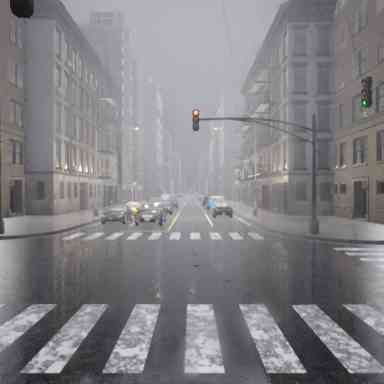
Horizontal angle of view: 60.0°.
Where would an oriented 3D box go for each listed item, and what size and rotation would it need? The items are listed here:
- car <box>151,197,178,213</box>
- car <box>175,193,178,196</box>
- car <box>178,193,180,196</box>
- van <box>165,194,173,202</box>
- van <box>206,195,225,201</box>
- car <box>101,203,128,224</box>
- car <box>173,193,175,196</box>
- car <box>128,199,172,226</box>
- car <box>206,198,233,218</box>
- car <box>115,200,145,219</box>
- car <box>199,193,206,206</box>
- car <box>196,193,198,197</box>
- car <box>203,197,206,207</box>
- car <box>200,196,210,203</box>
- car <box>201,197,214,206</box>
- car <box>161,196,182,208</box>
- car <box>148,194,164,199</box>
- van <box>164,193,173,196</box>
[{"bbox_3d":[-2.847,1.544,34.170,2.033,1.411,5.357,0,0,0],"label":"car"},{"bbox_3d":[-5.459,1.545,89.203,2.008,1.369,4.403,0,0,0],"label":"car"},{"bbox_3d":[-5.465,1.309,94.609,2.192,1.841,5.009,0,0,0],"label":"car"},{"bbox_3d":[-5.448,1.336,78.390,1.690,1.788,3.998,0,0,0],"label":"van"},{"bbox_3d":[2.637,1.338,35.142,1.690,1.788,3.998,0,0,0],"label":"van"},{"bbox_3d":[-5.392,1.549,24.328,2.008,1.369,4.403,0,0,0],"label":"car"},{"bbox_3d":[-5.443,1.310,72.983,2.192,1.841,5.009,0,0,0],"label":"car"},{"bbox_3d":[-2.851,1.489,23.696,2.128,1.511,4.902,0,0,0],"label":"car"},{"bbox_3d":[2.636,1.548,29.736,2.008,1.369,4.403,0,0,0],"label":"car"},{"bbox_3d":[-5.398,1.523,29.564,1.752,1.417,4.829,0,0,0],"label":"car"},{"bbox_3d":[2.640,1.311,51.361,2.192,1.841,5.009,0,0,0],"label":"car"},{"bbox_3d":[2.645,1.539,83.799,1.887,1.381,4.507,0,0,0],"label":"car"},{"bbox_3d":[2.638,1.578,40.549,1.802,1.307,4.206,0,0,0],"label":"car"},{"bbox_3d":[2.642,1.521,67.749,1.752,1.417,4.829,0,0,0],"label":"car"},{"bbox_3d":[2.640,1.561,56.767,1.947,1.339,4.313,0,0,0],"label":"car"},{"bbox_3d":[-2.844,1.560,45.407,1.994,1.385,4.181,0,0,0],"label":"car"},{"bbox_3d":[-5.415,1.436,45.953,1.967,1.590,4.097,0,0,0],"label":"car"},{"bbox_3d":[-5.437,1.336,67.577,1.690,1.788,3.998,0,0,0],"label":"van"}]
